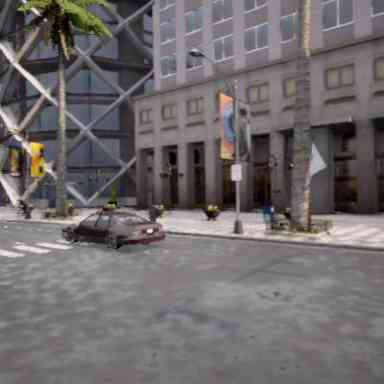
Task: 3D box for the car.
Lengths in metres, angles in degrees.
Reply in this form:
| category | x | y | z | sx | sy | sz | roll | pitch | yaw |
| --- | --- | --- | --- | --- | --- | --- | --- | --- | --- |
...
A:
| category | x | y | z | sx | sy | sz | roll | pitch | yaw |
| --- | --- | --- | --- | --- | --- | --- | --- | --- | --- |
| car | -3.572 | 1.582 | 14.410 | 5.357 | 1.411 | 2.033 | -1 | 0 | 39 |

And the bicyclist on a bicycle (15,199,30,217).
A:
| category | x | y | z | sx | sy | sz | roll | pitch | yaw |
| --- | --- | --- | --- | --- | --- | --- | --- | --- | --- |
| bicyclist on a bicycle | -15.963 | 1.523 | 31.335 | 0.582 | 1.620 | 1.656 | -1 | 0 | 24 |
